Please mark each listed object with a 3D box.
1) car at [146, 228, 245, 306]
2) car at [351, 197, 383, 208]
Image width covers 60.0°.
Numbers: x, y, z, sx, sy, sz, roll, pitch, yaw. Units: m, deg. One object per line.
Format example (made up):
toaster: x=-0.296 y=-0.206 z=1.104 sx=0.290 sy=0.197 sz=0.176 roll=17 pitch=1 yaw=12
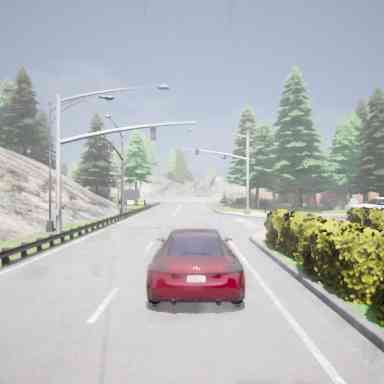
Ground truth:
car: x=0.072 y=1.572 z=8.145 sx=1.994 sy=1.385 sz=4.181 roll=0 pitch=0 yaw=0
car: x=16.093 y=1.411 z=27.793 sx=5.566 sy=2.045 sz=2.150 roll=0 pitch=0 yaw=0
